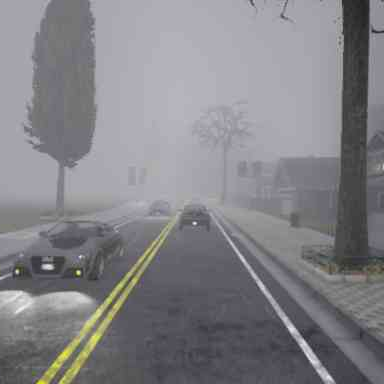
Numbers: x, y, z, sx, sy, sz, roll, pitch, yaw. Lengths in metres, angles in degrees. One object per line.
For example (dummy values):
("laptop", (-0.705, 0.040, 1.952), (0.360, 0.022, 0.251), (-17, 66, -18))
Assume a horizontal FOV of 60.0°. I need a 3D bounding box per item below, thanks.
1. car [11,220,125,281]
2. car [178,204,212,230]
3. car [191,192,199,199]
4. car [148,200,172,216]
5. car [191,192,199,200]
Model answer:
("car", (-3.267, 1.517, 9.582), (1.994, 1.385, 4.181), (1, 0, 1))
("car", (0.192, 1.503, 21.077), (1.837, 1.490, 4.892), (1, 0, 1))
("car", (0.857, 0.855, 88.834), (2.097, 1.767, 4.553), (1, 1, 1))
("car", (-2.964, 1.471, 31.802), (2.033, 1.411, 5.357), (1, 0, 1))
("car", (0.755, 1.252, 78.884), (1.895, 1.301, 4.718), (1, 1, 1))
